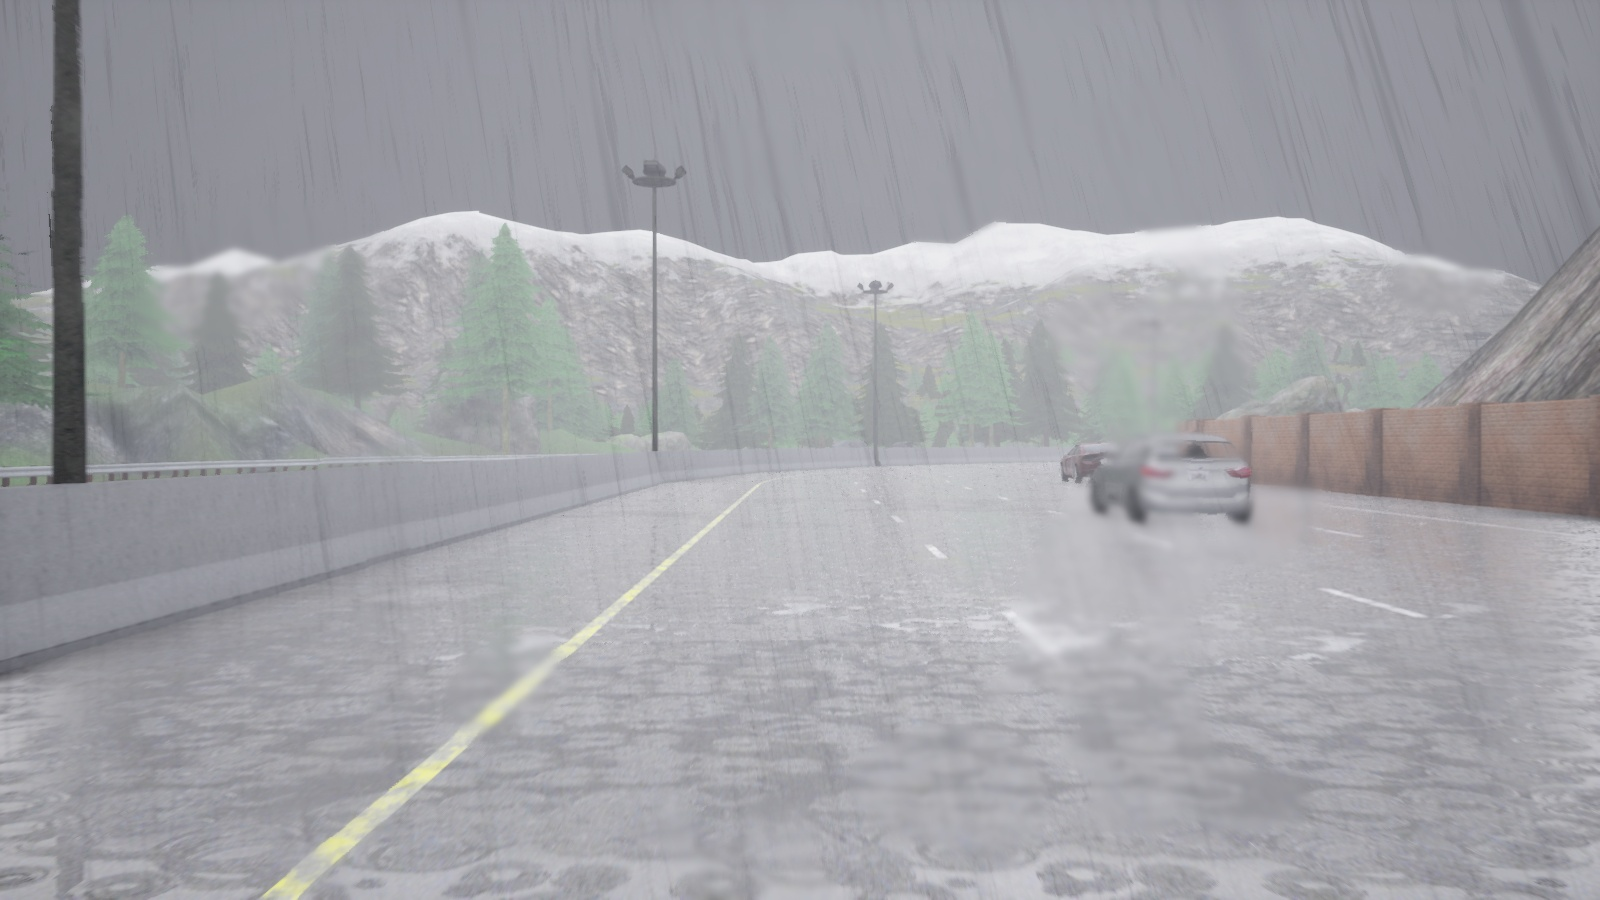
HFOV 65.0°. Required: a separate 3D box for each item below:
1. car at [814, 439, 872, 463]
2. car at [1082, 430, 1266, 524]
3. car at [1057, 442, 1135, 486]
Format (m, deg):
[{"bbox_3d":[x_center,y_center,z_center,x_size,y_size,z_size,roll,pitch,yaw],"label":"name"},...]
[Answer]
[{"bbox_3d":[3.229,0.079,93.691,2.097,1.767,4.553,0,0,38],"label":"car"},{"bbox_3d":[7.152,0.458,24.599,2.242,1.667,4.611,0,0,0],"label":"car"},{"bbox_3d":[10.873,0.471,46.459,1.882,1.535,5.008,0,0,2],"label":"car"}]
